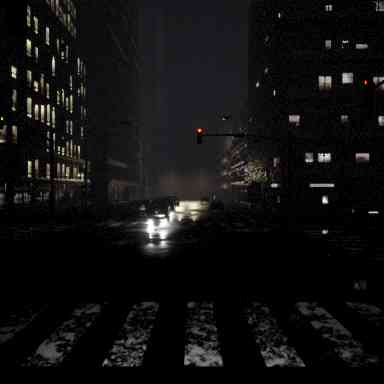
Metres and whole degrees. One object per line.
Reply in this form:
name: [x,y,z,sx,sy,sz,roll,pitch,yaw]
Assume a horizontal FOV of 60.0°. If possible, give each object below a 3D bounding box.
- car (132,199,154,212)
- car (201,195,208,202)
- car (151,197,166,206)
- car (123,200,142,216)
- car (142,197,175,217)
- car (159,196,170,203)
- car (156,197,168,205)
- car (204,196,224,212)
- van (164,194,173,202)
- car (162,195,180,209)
car: [-5.612,1.555,38.652,1.947,1.339,4.313,-1,0,0]
car: [2.848,1.422,72.560,1.967,1.590,4.097,-1,0,0]
car: [-5.571,1.530,55.615,1.887,1.381,4.507,-1,0,0]
car: [-5.626,1.516,32.828,1.752,1.417,4.829,-1,0,0]
car: [-3.028,1.482,30.978,2.128,1.511,4.902,0,0,0]
car: [-5.544,1.528,66.925,1.887,1.381,4.507,-1,0,0]
car: [-5.557,1.566,61.270,1.802,1.307,4.206,-1,0,0]
car: [2.768,1.540,38.632,2.008,1.369,4.403,-1,0,0]
van: [-5.520,1.322,78.234,1.690,1.788,3.998,-1,0,0]
car: [-2.999,1.480,40.463,2.128,1.511,4.902,0,0,0]
